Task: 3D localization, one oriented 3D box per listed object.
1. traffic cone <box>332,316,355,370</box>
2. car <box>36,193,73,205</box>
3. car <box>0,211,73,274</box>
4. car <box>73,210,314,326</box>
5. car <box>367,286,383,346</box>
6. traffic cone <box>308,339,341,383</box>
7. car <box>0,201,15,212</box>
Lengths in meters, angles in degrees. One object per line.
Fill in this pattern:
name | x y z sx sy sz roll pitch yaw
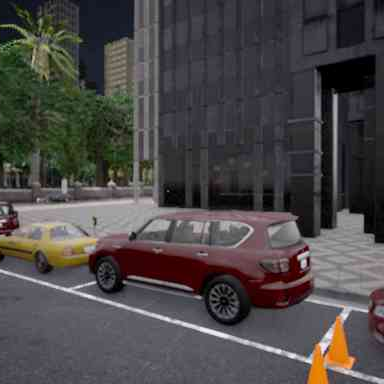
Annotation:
traffic cone | 1.948 1.953 4.423 0.340 0.580 0.340 0 0 36
car | -18.462 0.853 44.854 2.128 1.511 4.902 0 1 36
car | -4.626 1.503 10.396 4.829 1.417 1.752 0 0 36
car | -0.023 1.306 7.107 5.009 1.841 2.192 0 0 36
car | 4.441 1.585 3.917 4.206 1.307 1.802 0 0 36
traffic cone | 1.368 1.953 3.610 0.340 0.580 0.340 0 0 36
car | -8.951 1.280 13.487 5.009 1.841 2.192 0 0 36
